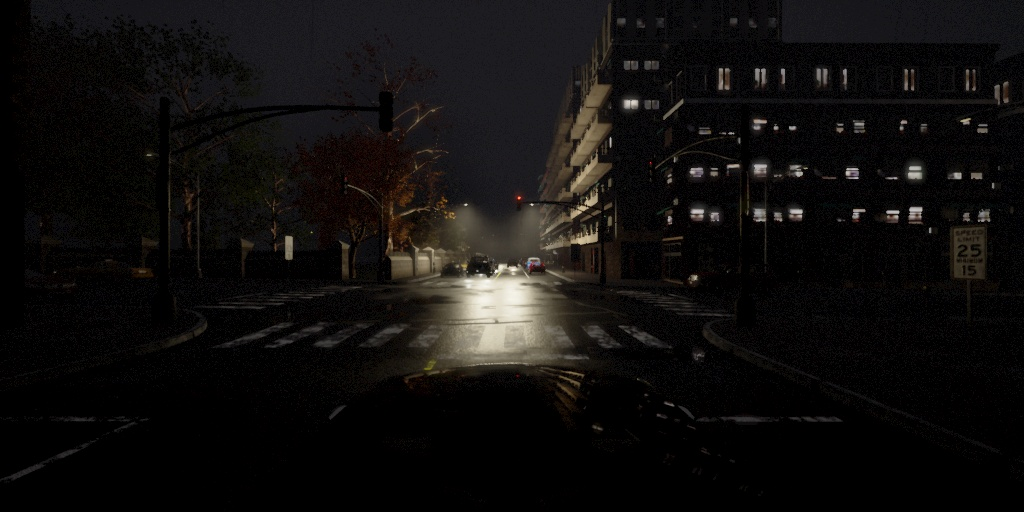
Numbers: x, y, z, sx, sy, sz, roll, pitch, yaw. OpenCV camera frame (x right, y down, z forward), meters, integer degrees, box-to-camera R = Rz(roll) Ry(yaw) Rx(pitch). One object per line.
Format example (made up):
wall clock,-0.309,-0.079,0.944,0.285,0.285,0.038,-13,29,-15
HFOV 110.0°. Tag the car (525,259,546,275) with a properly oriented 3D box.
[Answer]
car,2.747,1.312,39.985,1.888,1.381,4.507,0,0,0

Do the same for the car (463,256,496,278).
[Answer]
car,-3.037,0.984,34.654,2.150,2.045,5.566,0,0,1

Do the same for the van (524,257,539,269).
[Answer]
van,2.756,1.113,45.615,1.690,1.789,3.998,0,0,0

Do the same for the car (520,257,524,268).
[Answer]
car,2.772,1.226,56.875,1.967,1.591,4.097,0,0,0

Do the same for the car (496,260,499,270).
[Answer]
car,-3.034,1.319,44.905,2.033,1.411,5.357,0,0,0

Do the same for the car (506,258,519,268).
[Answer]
car,0.090,1.300,62.659,1.837,1.490,4.892,0,0,0

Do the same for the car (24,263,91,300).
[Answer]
car,-18.945,1.006,13.356,4.207,1.307,1.802,0,0,0

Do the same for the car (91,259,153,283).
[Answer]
car,-24.714,0.881,21.690,4.829,1.417,1.751,0,0,0

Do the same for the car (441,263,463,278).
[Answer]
car,-5.642,1.328,34.367,1.948,1.339,4.313,0,0,0

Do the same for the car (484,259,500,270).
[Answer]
car,-3.010,1.275,55.005,2.128,1.511,4.902,0,0,0

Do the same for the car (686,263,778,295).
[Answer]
car,13.479,1.352,21.998,5.009,1.841,2.192,0,0,0
